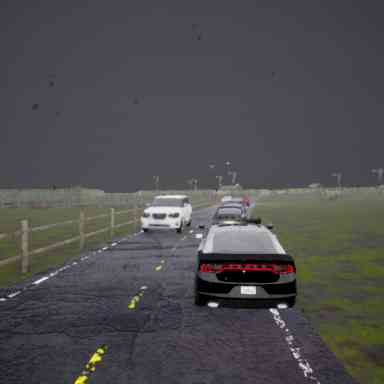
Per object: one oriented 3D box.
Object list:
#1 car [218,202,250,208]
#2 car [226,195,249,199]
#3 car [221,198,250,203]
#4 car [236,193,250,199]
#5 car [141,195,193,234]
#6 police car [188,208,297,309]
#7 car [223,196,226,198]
[{"bbox_3d":[2.050,1.494,17.784,1.837,1.490,4.892,0,0,8],"label":"car"},{"bbox_3d":[5.658,1.438,41.184,1.882,1.535,5.008,0,0,12],"label":"car"},{"bbox_3d":[2.947,1.460,23.625,1.882,1.535,5.008,0,0,10],"label":"car"},{"bbox_3d":[7.755,1.168,51.290,2.150,2.045,5.566,0,0,12],"label":"car"},{"bbox_3d":[-1.311,1.209,19.721,2.150,2.045,5.566,0,0,8],"label":"car"},{"bbox_3d":[1.098,1.423,8.093,1.930,1.638,5.238,0,0,4],"label":"police car"},{"bbox_3d":[5.919,1.467,55.875,1.812,1.442,4.674,0,0,12],"label":"car"}]
